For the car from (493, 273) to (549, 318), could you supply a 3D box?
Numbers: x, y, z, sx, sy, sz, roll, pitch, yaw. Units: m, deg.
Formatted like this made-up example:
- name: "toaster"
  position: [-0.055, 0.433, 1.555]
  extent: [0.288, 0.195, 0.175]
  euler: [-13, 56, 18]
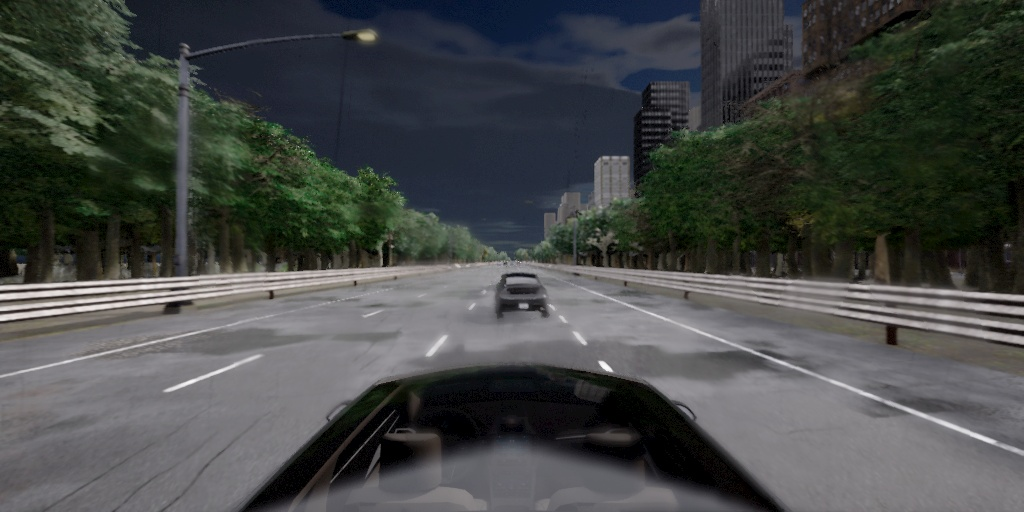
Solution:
- name: "car"
  position: [0.291, 1.408, 14.023]
  extent: [1.837, 1.490, 4.892]
  euler: [-1, 0, -2]
